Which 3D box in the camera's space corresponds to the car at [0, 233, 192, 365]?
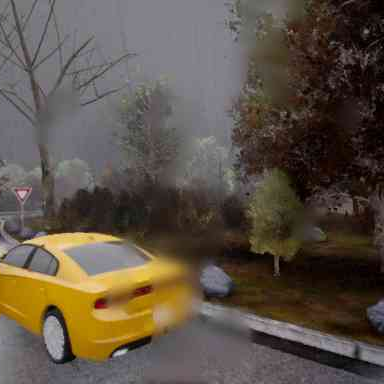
[{"bbox_3d":[-2.268,1.488,5.973,5.008,1.535,1.882,0,0,41],"label":"car"}]
